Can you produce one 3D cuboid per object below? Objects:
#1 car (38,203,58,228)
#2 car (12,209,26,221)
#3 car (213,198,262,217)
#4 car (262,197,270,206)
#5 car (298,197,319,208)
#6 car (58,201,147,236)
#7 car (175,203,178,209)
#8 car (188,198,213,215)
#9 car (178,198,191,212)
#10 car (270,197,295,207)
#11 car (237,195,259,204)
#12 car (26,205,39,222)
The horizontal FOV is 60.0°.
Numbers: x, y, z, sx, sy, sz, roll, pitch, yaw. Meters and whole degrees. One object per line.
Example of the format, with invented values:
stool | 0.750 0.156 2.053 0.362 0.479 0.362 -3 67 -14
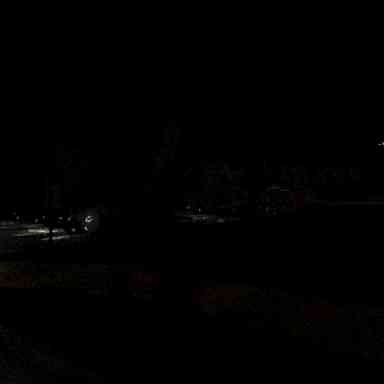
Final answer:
car | -7.145 1.564 21.300 1.994 1.385 4.181 0 0 36
car | -11.550 1.547 27.143 2.033 1.411 5.357 0 0 36
car | 4.360 1.477 31.157 1.882 1.535 5.008 0 0 36
car | 12.342 1.541 53.849 1.812 1.442 4.674 0 0 36
car | 17.141 1.525 48.578 1.812 1.442 4.674 0 0 37
car | -4.704 1.352 18.693 2.097 1.767 4.553 0 0 36
car | -0.139 1.505 42.810 1.837 1.490 4.892 0 0 36
car | 1.925 1.564 33.757 1.994 1.385 4.181 0 0 36
car | 1.042 1.491 38.488 2.128 1.511 4.902 0 0 36
car | 14.123 1.507 50.386 1.837 1.490 4.892 0 -1 37
car | 9.515 1.270 55.913 1.994 1.385 4.181 0 0 36
car | -8.987 1.547 24.717 2.033 1.411 5.357 0 0 36
